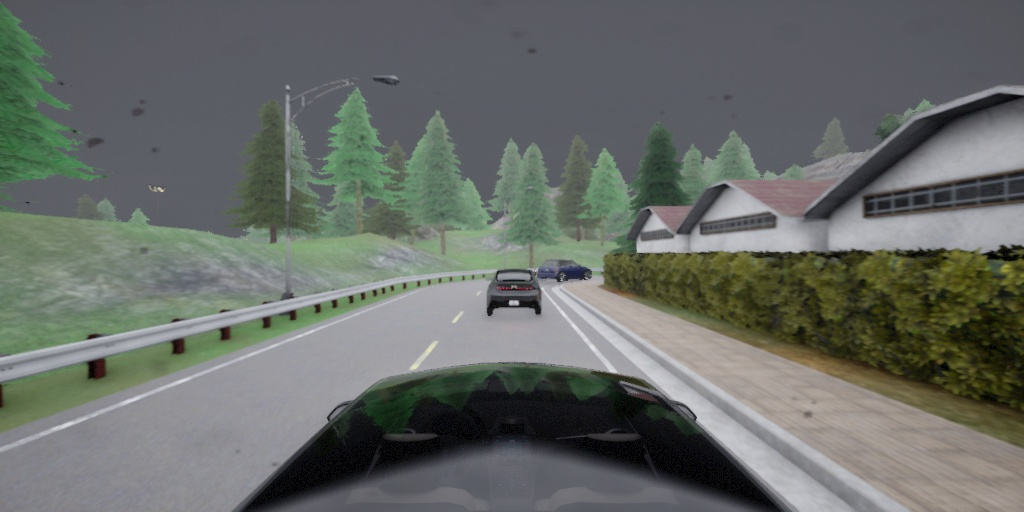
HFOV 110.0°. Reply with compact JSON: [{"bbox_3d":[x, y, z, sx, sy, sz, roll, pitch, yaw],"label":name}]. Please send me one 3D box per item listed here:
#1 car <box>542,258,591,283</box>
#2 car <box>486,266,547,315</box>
[{"bbox_3d":[4.069,1.022,27.258,4.553,1.767,2.097,0,0,-44],"label":"car"},{"bbox_3d":[0.087,1.223,13.423,1.837,1.490,4.892,0,-1,1],"label":"car"}]
